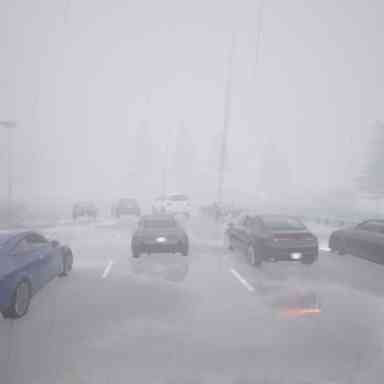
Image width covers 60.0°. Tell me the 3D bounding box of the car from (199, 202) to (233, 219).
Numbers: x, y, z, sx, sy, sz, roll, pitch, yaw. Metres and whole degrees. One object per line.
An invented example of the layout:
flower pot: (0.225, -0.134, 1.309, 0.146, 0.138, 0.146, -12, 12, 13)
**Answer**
car: (2.184, 1.492, 27.584, 1.895, 1.301, 4.718, 0, 0, -19)

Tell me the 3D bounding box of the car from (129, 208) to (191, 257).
car: (-1.307, 1.524, 12.870, 1.994, 1.385, 4.181, 0, 0, -9)

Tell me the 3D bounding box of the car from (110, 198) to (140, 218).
car: (-5.948, 1.276, 29.378, 2.097, 1.767, 4.553, 0, 0, -21)

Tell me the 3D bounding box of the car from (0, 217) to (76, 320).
car: (-4.017, 1.520, 7.124, 1.812, 1.442, 4.674, 0, 0, -5)

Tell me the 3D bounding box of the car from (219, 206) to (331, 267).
car: (2.448, 1.452, 11.270, 1.837, 1.490, 4.892, 0, 0, -8)

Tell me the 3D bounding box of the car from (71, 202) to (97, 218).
car: (-9.275, 1.545, 28.492, 1.895, 1.301, 4.718, 0, 0, -21)

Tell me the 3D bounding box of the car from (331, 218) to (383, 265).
car: (6.094, 1.496, 10.354, 1.994, 1.385, 4.181, 0, 0, -7)

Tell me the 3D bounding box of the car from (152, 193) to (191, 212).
car: (-1.844, 1.129, 28.552, 2.150, 2.045, 5.566, 0, 0, -20)
